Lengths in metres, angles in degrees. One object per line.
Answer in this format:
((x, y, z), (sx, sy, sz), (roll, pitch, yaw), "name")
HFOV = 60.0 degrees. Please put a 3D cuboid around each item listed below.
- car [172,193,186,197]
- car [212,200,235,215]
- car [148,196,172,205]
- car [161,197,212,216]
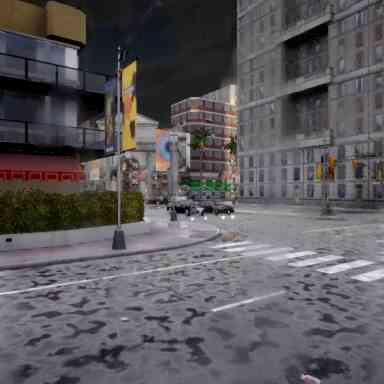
((-2.554, 1.221, 62.282), (2.150, 2.045, 5.566), (0, 0, -15), "car")
((2.039, 1.547, 34.455), (2.033, 1.411, 5.357), (0, 0, -35), "car")
((-6.266, 1.505, 59.597), (1.837, 1.490, 4.892), (0, 0, -44), "car")
((-0.645, 1.492, 32.190), (2.128, 1.511, 4.902), (0, 0, -35), "car")
